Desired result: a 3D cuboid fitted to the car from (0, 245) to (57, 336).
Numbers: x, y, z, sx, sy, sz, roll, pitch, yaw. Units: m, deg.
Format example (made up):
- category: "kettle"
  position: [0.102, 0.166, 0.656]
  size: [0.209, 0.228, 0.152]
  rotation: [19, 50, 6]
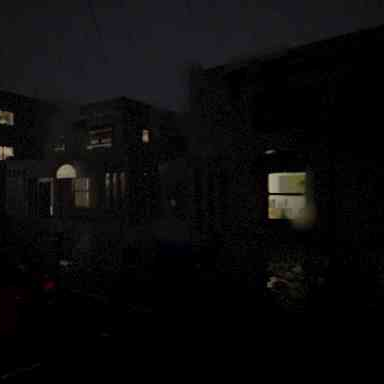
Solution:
- category: "car"
  position: [-4.018, 1.538, 5.745]
  size: [4.206, 1.307, 1.802]
  rotation: [0, 0, 36]
